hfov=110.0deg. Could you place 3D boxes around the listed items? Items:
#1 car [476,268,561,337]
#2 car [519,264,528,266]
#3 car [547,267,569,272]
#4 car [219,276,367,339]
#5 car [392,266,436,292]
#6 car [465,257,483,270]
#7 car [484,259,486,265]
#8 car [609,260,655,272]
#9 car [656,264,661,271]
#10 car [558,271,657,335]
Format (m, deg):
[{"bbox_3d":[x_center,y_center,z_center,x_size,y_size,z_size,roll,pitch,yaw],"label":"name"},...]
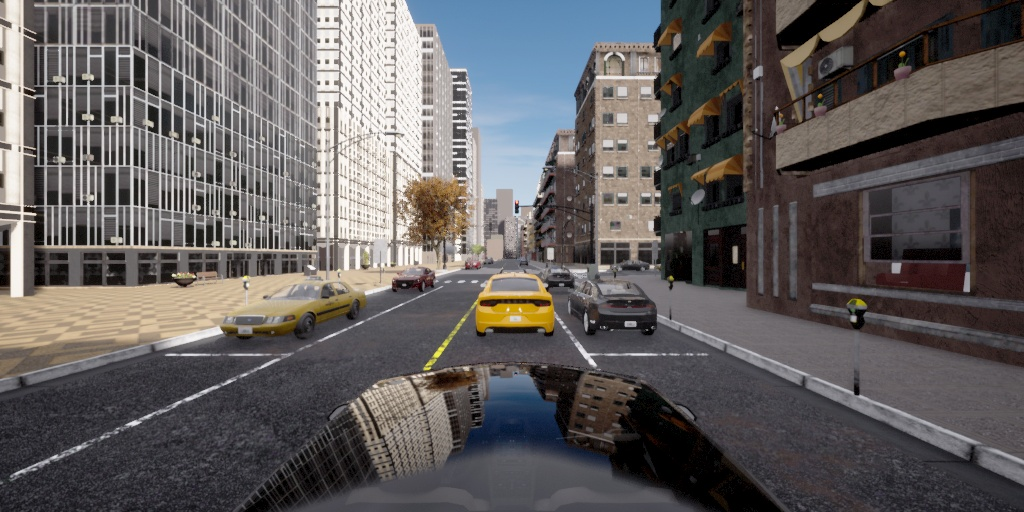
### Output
[{"bbox_3d":[0.069,1.228,10.360,1.882,1.535,5.008,0,0,0],"label":"car"},{"bbox_3d":[0.057,1.354,20.639,1.895,1.301,4.718,0,0,0],"label":"car"},{"bbox_3d":[2.644,1.304,21.333,2.007,1.370,4.403,0,0,0],"label":"car"},{"bbox_3d":[-5.710,1.276,10.079,1.751,1.417,4.829,0,0,0],"label":"car"},{"bbox_3d":[-5.736,1.299,21.314,1.888,1.381,4.507,0,0,0],"label":"car"},{"bbox_3d":[-5.810,1.096,53.702,2.192,1.841,5.009,0,0,0],"label":"car"},{"bbox_3d":[-5.823,1.354,59.225,1.948,1.339,4.313,0,0,0],"label":"car"},{"bbox_3d":[13.346,1.107,40.774,4.403,1.370,2.007,0,0,-1],"label":"car"},{"bbox_3d":[18.743,1.005,40.841,4.829,1.417,1.751,0,0,-1],"label":"car"},{"bbox_3d":[2.669,1.301,10.268,2.007,1.370,4.403,0,0,0],"label":"car"}]
